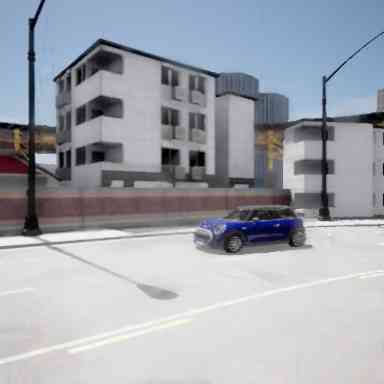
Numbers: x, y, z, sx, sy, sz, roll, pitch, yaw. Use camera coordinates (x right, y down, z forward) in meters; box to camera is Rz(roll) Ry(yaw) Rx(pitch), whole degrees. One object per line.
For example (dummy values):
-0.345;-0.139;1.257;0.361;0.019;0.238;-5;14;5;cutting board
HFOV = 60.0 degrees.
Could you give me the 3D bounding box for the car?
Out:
2.353;1.345;13.503;4.553;1.767;2.097;0;0;-25;car
